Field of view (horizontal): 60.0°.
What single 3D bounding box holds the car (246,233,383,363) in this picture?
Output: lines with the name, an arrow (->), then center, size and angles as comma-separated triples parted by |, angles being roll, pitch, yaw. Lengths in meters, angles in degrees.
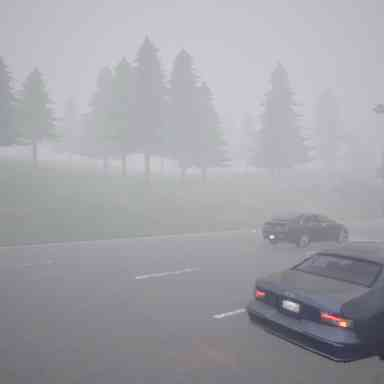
car -> 3.423, 1.635, 5.951 | 5.357, 1.411, 2.033 | 1, -1, -34

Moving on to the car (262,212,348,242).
car -> 5.454, 1.714, 15.787 | 4.892, 1.490, 1.837 | 1, -1, -34
